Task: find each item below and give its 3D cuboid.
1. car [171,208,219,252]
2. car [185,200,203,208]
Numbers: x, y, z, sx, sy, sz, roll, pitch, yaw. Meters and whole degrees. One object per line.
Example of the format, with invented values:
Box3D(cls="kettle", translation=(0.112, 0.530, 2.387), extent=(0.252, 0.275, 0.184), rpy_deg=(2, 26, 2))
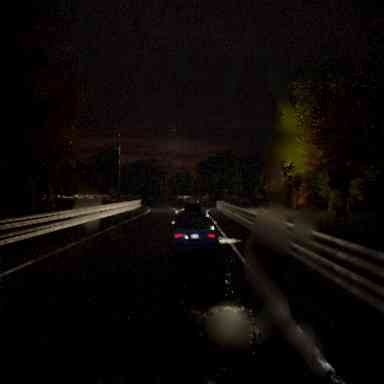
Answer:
Box3D(cls="car", translation=(0.098, 1.615, 14.212), extent=(2.033, 1.411, 5.357), rpy_deg=(0, 0, 0))
Box3D(cls="car", translation=(0.231, 1.674, 39.046), extent=(2.128, 1.511, 4.902), rpy_deg=(0, 0, 3))
